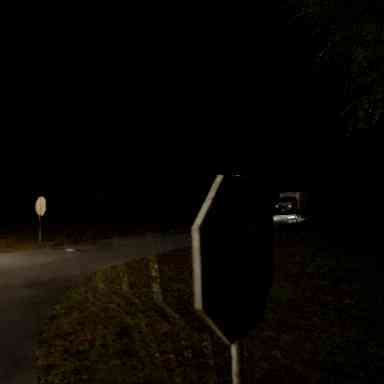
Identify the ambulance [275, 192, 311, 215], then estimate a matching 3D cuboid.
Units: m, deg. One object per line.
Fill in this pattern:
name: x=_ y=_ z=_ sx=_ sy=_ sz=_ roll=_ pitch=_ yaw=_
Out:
ambulance: x=11.429 y=1.232 z=37.793 sx=2.351 sy=2.431 sz=6.366 roll=-4 pitch=-2 yaw=35
